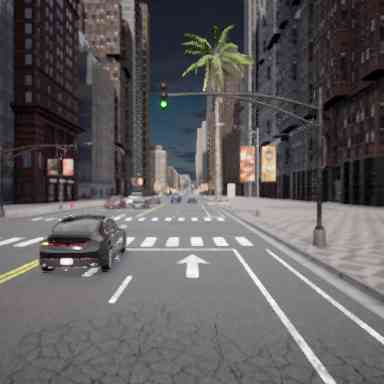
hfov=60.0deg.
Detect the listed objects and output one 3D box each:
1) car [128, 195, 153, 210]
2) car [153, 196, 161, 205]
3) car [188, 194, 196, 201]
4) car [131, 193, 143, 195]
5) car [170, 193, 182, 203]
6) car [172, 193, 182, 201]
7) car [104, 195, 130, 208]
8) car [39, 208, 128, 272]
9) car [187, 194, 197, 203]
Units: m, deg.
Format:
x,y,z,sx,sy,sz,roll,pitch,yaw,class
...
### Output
x,y,z,sx,sy,sz,roll,pitch,yaw,class
-6.586,1.450,42.702,1.812,1.442,4.674,0,0,0,car
-6.544,1.458,58.874,2.033,1.411,5.357,0,0,1,car
-0.011,1.222,74.897,1.882,1.535,5.008,0,0,0,car
-9.797,1.131,58.426,2.150,2.045,5.566,0,0,1,car
-3.259,1.435,64.891,1.812,1.442,4.674,0,0,0,car
-3.261,1.099,74.866,2.097,1.767,4.553,0,0,0,car
-9.835,1.276,42.710,2.097,1.767,4.553,0,0,0,car
-3.283,1.482,10.726,1.837,1.490,4.892,0,0,-4,car
-0.009,1.457,64.475,2.033,1.411,5.357,0,0,0,car
